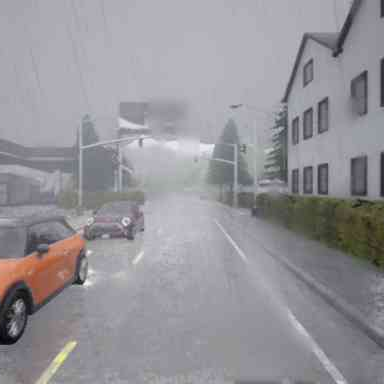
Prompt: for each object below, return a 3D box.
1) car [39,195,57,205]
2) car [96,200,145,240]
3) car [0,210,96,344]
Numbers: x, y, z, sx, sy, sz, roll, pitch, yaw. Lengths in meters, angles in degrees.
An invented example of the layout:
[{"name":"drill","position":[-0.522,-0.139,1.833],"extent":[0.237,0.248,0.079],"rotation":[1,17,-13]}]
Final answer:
[{"name":"car","position":[-22.242,1.317,53.729],"extent":[4.611,1.667,2.242],"rotation":[0,0,0]},{"name":"car","position":[-3.581,1.243,16.119],"extent":[2.097,1.767,4.553],"rotation":[0,0,0]},{"name":"car","position":[-3.595,1.310,6.290],"extent":[2.097,1.767,4.553],"rotation":[0,0,0]}]
